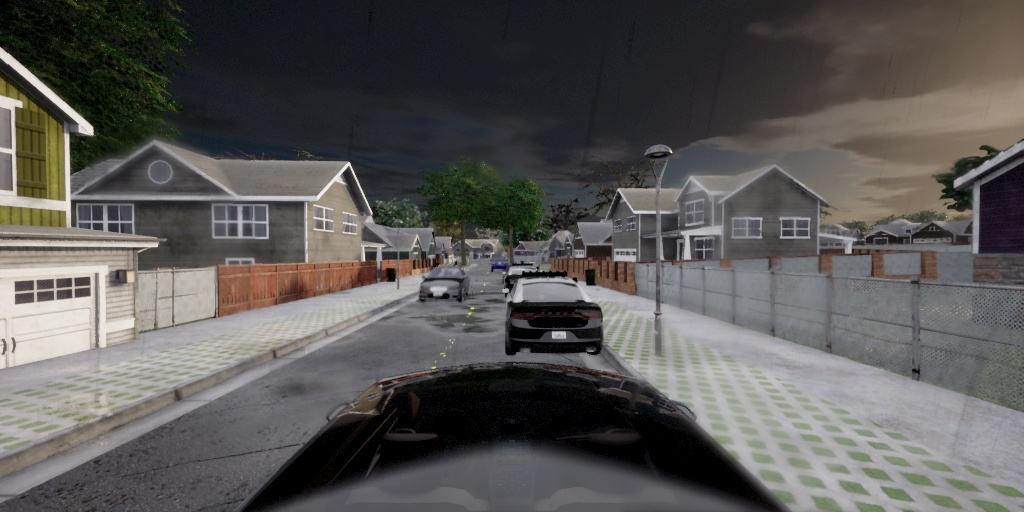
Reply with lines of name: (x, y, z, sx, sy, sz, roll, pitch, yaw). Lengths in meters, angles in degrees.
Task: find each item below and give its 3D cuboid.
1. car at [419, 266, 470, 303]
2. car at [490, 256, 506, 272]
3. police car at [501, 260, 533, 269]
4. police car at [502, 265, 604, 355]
car: (-3.019, 1.252, 16.733, 2.128, 1.511, 4.902, 0, 0, -2)
car: (-1.672, 1.056, 47.443, 2.150, 2.045, 5.566, 0, 0, -3)
police car: (0.536, 1.187, 18.877, 1.930, 1.638, 5.238, 0, 0, -2)
police car: (0.783, 1.176, 8.832, 1.930, 1.638, 5.238, 0, 0, -1)
